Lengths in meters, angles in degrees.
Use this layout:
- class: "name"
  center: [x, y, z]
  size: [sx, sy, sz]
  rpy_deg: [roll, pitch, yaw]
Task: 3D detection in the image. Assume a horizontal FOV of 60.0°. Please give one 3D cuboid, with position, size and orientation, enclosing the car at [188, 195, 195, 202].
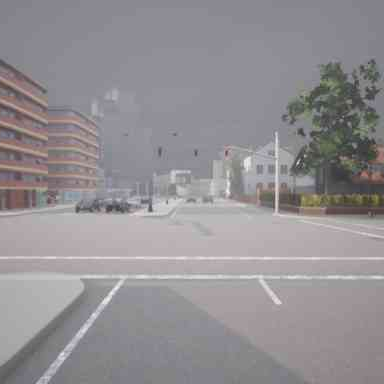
- class: "car"
  center: [-0.128, 1.469, 78.667]
  size: [1.812, 1.442, 4.674]
  rpy_deg: [0, 0, 0]

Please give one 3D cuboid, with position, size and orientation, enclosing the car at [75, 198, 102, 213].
- class: "car"
  center: [-11.653, 1.494, 37.553]
  size: [1.837, 1.490, 4.892]
  rpy_deg: [0, 0, 0]

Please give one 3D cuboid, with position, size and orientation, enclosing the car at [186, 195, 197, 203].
- class: "car"
  center: [-0.111, 1.505, 68.667]
  size: [1.812, 1.442, 4.674]
  rpy_deg: [0, 0, 0]

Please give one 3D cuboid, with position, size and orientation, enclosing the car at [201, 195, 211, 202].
- class: "car"
  center: [3.372, 1.470, 78.673]
  size: [2.128, 1.511, 4.902]
  rpy_deg: [0, 0, 0]

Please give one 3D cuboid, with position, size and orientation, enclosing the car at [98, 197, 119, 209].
- class: "car"
  center: [-11.663, 1.512, 46.687]
  size: [1.812, 1.442, 4.674]
  rpy_deg: [0, 0, 0]

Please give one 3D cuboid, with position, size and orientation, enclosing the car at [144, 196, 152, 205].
- class: "car"
  center: [-8.170, 1.460, 58.876]
  size: [1.882, 1.535, 5.008]
  rpy_deg: [0, 0, 0]

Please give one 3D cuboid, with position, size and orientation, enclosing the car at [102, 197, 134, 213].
- class: "car"
  center: [-8.149, 1.590, 36.878]
  size: [1.895, 1.301, 4.718]
  rpy_deg: [0, 0, 1]

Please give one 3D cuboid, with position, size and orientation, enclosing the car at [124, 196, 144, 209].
- class: "car"
  center: [-8.164, 1.512, 45.767]
  size: [1.812, 1.442, 4.674]
  rpy_deg: [0, 0, 0]

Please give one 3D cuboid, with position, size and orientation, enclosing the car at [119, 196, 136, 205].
- class: "car"
  center: [-11.655, 1.474, 60.571]
  size: [2.128, 1.511, 4.902]
  rpy_deg: [0, 0, 0]

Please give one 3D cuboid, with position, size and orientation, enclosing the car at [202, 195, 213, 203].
- class: "car"
  center: [3.390, 1.527, 68.256]
  size: [2.033, 1.411, 5.357]
  rpy_deg: [0, 0, 0]
